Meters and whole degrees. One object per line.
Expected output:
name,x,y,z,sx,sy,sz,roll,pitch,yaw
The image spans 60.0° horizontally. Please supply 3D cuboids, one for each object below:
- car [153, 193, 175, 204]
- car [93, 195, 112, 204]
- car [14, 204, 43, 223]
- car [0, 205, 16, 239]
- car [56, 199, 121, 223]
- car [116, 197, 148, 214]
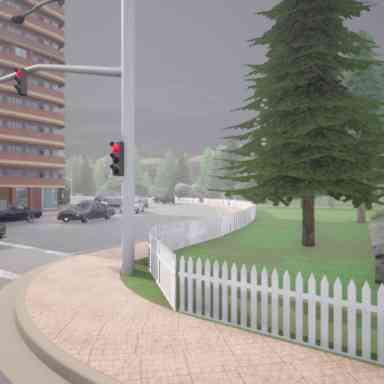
car,-5.049,1.149,59.951,2.150,2.045,5.566,0,0,-30
car,-15.319,1.196,56.834,1.994,1.385,4.181,0,0,-34
car,-12.708,1.536,22.629,1.895,1.301,4.718,0,0,23
car,-10.011,1.440,13.013,2.128,1.511,4.902,1,1,44
car,-7.822,1.483,25.309,2.033,1.411,5.357,0,0,17
car,-6.189,1.460,34.751,1.812,1.442,4.674,0,0,3
